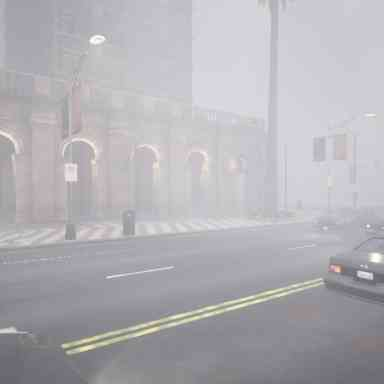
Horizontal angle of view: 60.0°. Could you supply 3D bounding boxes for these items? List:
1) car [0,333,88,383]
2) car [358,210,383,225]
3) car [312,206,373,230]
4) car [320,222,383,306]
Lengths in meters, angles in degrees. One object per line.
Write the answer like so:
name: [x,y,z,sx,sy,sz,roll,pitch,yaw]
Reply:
car: [-3.163,1.547,1.484,5.357,1.411,2.033,0,0,-36]
car: [10.001,1.601,15.442,4.718,1.301,1.895,0,0,-35]
car: [9.255,1.548,19.200,5.357,1.411,2.033,0,0,-35]
car: [5.170,1.547,7.464,5.357,1.411,2.033,0,0,-35]
